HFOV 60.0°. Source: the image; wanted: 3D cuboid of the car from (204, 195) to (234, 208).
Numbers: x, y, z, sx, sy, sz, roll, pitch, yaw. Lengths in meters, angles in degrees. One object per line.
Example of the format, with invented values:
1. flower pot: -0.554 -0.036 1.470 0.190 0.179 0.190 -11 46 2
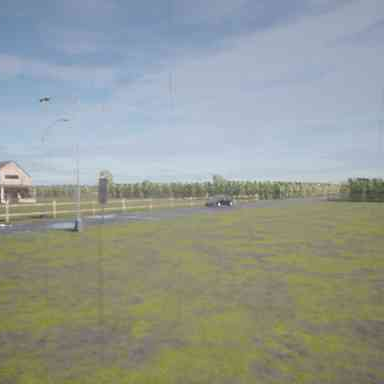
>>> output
1. car: 3.484 1.180 42.076 1.837 1.490 4.892 0 1 37
